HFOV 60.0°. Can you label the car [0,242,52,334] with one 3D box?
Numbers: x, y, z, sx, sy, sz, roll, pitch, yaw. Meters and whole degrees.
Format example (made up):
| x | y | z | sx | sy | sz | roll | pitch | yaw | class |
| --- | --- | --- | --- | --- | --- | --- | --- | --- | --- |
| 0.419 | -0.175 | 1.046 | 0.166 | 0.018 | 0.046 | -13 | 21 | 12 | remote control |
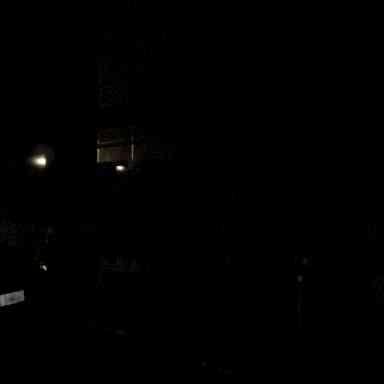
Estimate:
| x | y | z | sx | sy | sz | roll | pitch | yaw | class |
| --- | --- | --- | --- | --- | --- | --- | --- | --- | --- |
| -4.273 | 1.565 | 6.005 | 4.313 | 1.339 | 1.947 | 0 | 0 | 36 | car |
